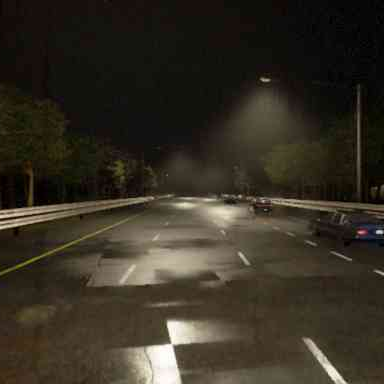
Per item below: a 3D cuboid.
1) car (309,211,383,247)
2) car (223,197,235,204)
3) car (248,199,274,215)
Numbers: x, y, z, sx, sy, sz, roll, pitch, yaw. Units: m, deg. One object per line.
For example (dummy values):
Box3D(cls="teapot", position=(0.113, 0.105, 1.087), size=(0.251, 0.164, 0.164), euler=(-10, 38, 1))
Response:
Box3D(cls="car", position=(6.997, 1.550, 14.924), size=(2.033, 1.411, 5.357), euler=(0, 0, 0))
Box3D(cls="car", position=(7.033, 1.608, 63.099), size=(1.994, 1.385, 4.181), euler=(0, 0, 0))
Box3D(cls="car", position=(6.993, 1.499, 33.948), size=(2.128, 1.511, 4.902), euler=(0, 0, 0))
